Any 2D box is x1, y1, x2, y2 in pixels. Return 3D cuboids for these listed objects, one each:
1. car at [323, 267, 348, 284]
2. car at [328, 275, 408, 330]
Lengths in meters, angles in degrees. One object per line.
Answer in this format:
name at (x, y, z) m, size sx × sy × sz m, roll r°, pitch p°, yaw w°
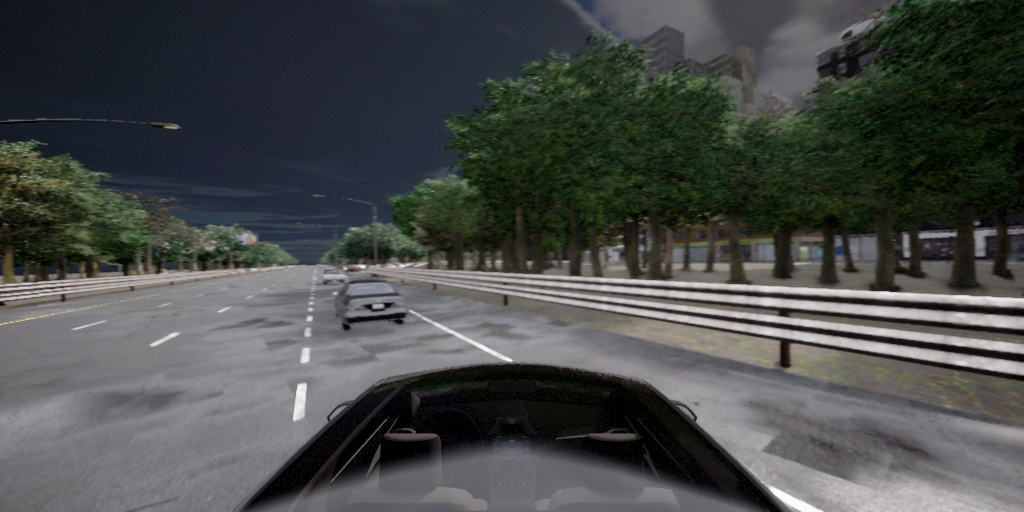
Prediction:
car at (-17.934, 2.097, 36.072) m, size 1.895 × 1.301 × 4.718 m, roll -1°, pitch 0°, yaw -29°
car at (-4.976, 1.512, 12.330) m, size 2.033 × 1.411 × 5.357 m, roll -1°, pitch 0°, yaw -29°
